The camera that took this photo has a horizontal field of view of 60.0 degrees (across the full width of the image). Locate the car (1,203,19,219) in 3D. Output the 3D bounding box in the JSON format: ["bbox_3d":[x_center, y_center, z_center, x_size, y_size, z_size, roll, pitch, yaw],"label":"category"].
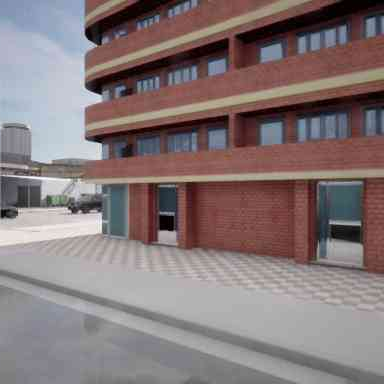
[{"bbox_3d":[-16.601,1.564,27.299,1.994,1.385,4.181,0,0,34],"label":"car"}]

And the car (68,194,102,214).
[{"bbox_3d":[-10.633,1.222,36.044,2.150,2.045,5.566,0,0,34],"label":"car"}]
